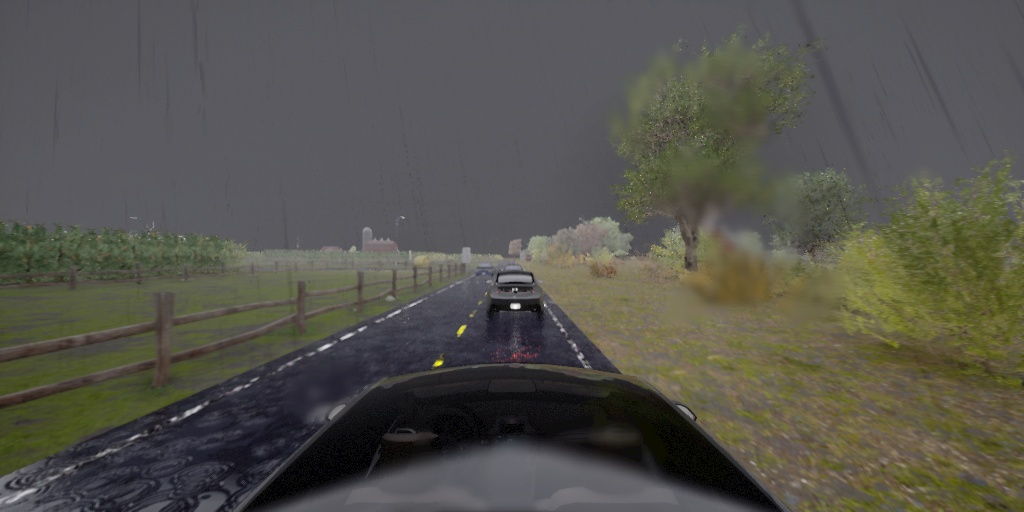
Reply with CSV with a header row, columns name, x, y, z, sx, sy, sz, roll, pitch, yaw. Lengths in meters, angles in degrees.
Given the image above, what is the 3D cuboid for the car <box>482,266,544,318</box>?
name,x,y,z,sx,sy,sz,roll,pitch,yaw
car,0.104,1.280,13.120,1.837,1.490,4.892,0,-1,0

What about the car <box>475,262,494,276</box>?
name,x,y,z,sx,sy,sz,roll,pitch,yaw
car,-2.788,1.398,38.327,2.033,1.411,5.357,0,0,1

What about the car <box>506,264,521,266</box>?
name,x,y,z,sx,sy,sz,roll,pitch,yaw
car,0.107,1.369,29.145,2.033,1.411,5.357,0,0,0
